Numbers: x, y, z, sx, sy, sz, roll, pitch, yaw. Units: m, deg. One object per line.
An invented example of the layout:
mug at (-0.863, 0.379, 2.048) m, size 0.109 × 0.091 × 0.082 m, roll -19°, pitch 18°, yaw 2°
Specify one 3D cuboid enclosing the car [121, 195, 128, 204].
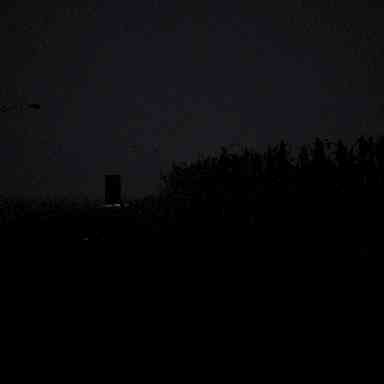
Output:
car at (-11.229, 1.160, 52.393) m, size 2.033 × 1.411 × 5.357 m, roll -1°, pitch 1°, yaw -4°
